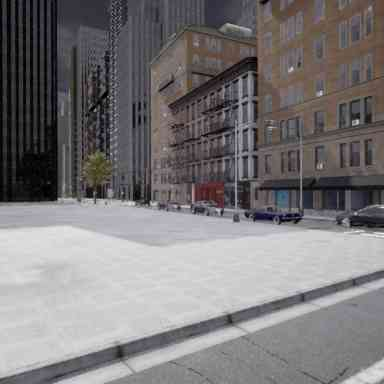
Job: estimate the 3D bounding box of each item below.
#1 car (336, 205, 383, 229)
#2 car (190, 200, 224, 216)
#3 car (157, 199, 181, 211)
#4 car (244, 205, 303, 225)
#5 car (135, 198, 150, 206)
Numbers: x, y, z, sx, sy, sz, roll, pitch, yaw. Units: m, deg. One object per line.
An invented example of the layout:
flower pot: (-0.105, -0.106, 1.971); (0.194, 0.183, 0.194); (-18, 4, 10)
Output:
car: (11.295, 1.547, 20.237); (1.837, 1.490, 4.892); (-4, 2, -37)
car: (1.493, 1.630, 34.087); (2.128, 1.511, 4.902); (0, 0, -26)
car: (-3.055, 1.689, 43.332); (2.128, 1.511, 4.902); (0, 0, -26)
car: (6.006, 1.686, 24.944); (1.895, 1.301, 4.718); (0, 0, -26)
car: (-9.240, 1.815, 61.931); (1.837, 1.490, 4.892); (0, 0, -27)
